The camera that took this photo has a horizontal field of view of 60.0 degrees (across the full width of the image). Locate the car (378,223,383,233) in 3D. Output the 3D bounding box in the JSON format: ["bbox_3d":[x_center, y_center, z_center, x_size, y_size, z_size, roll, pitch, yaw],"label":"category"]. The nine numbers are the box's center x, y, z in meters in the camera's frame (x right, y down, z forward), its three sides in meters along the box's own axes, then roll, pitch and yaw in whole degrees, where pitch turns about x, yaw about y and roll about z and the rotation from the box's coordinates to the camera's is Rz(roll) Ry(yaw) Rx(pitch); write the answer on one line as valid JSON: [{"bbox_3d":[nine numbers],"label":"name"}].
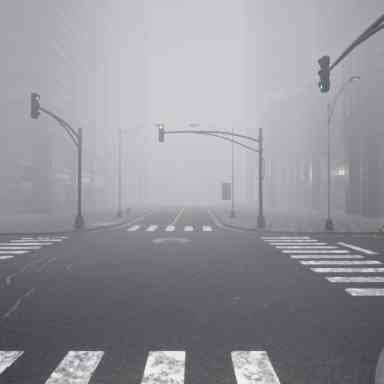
[{"bbox_3d":[11.755,1.564,16.221,4.829,1.417,1.752,0,-1,0],"label":"car"}]
